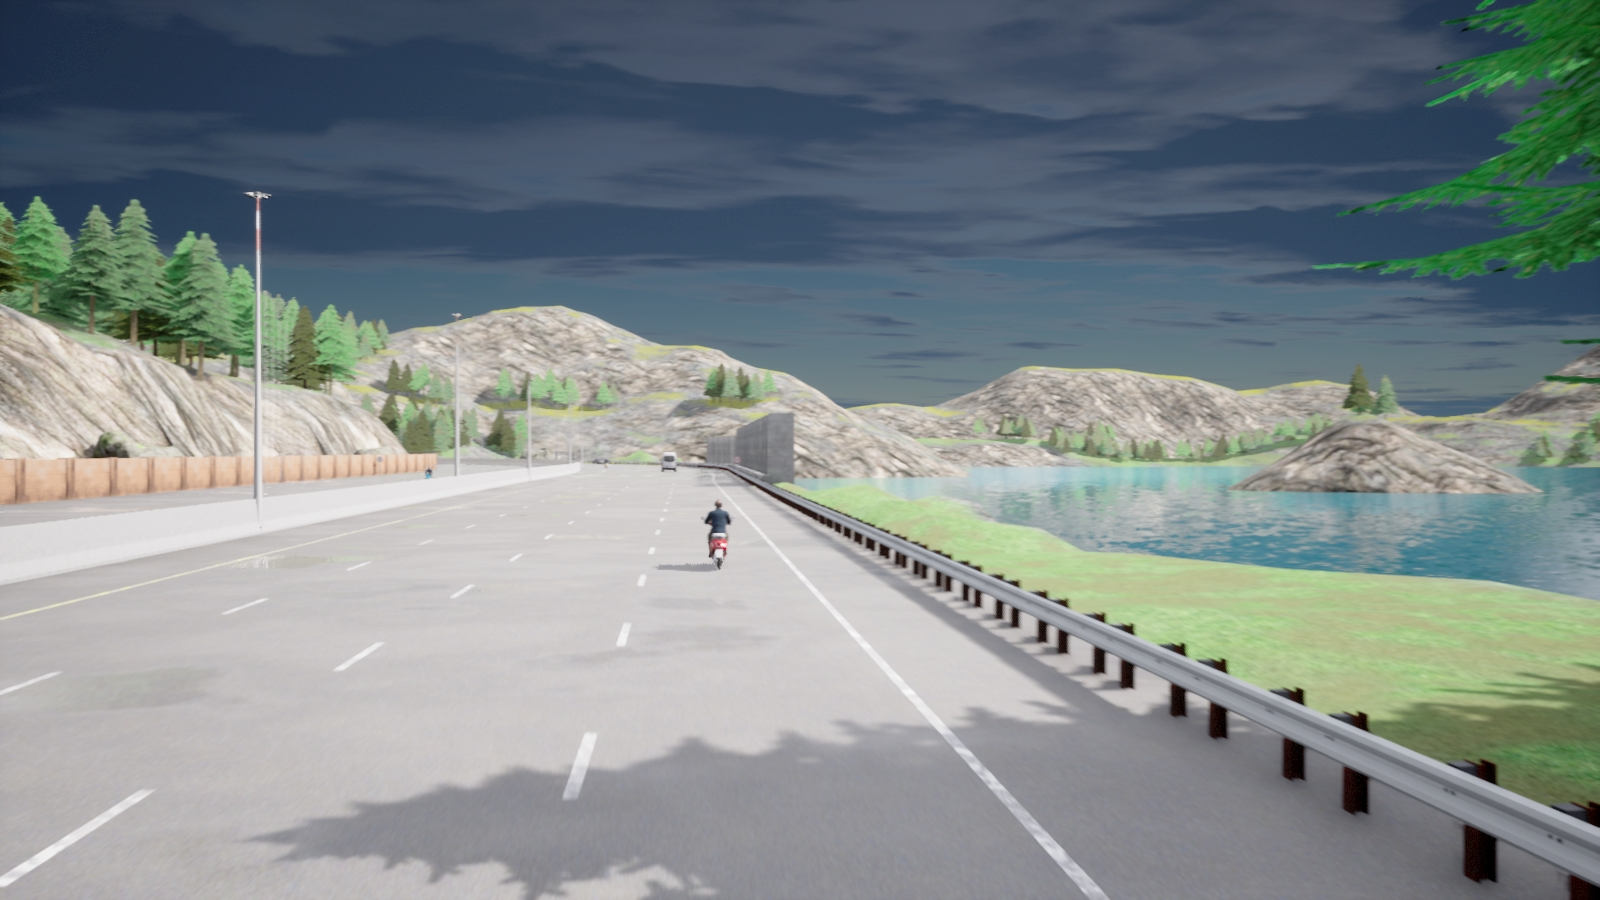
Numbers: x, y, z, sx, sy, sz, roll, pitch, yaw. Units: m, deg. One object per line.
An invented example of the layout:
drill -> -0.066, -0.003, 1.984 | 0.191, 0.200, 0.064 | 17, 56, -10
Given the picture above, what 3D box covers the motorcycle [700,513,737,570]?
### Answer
motorcycle -> -1.981, 2.197, 27.660 | 0.856, 1.236, 1.805 | 0, 0, -5
